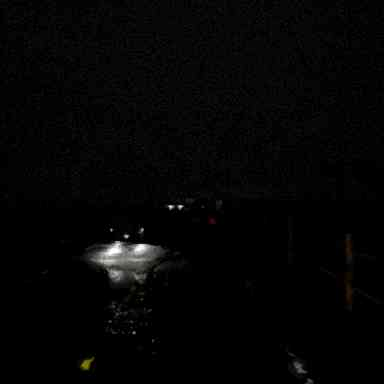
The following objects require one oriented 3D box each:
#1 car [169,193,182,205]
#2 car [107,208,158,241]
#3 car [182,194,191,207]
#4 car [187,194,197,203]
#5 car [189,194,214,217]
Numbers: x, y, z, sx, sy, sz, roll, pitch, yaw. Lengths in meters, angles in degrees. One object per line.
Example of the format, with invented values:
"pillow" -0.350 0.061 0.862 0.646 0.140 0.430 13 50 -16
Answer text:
"car" -2.788 1.275 58.422 2.150 2.045 5.566 0 0 1
"car" -2.848 1.556 17.113 2.033 1.411 5.357 0 0 0
"car" 0.012 1.264 50.592 2.150 2.045 5.566 0 0 0
"car" 0.016 1.297 68.931 2.097 1.767 4.553 0 0 0
"car" 0.968 1.372 31.856 2.097 1.767 4.553 0 0 0
